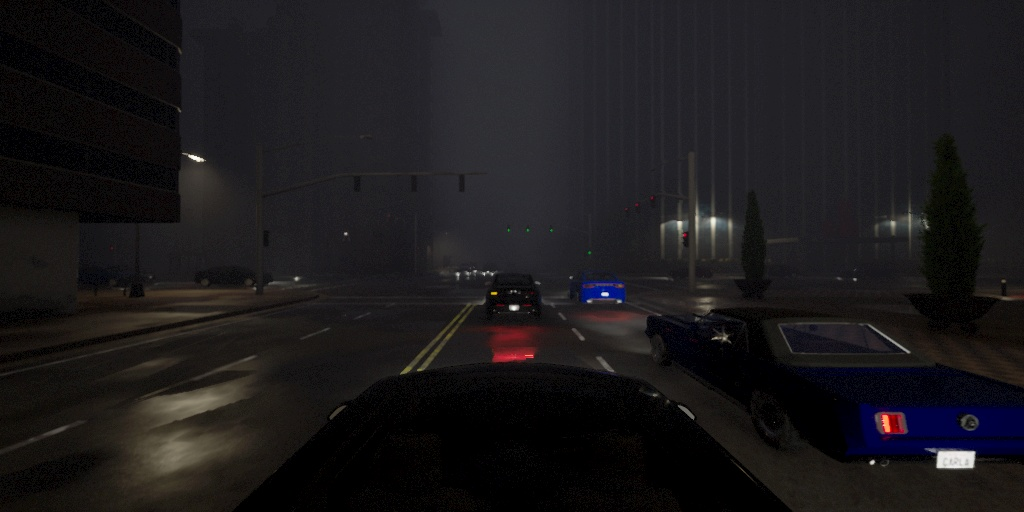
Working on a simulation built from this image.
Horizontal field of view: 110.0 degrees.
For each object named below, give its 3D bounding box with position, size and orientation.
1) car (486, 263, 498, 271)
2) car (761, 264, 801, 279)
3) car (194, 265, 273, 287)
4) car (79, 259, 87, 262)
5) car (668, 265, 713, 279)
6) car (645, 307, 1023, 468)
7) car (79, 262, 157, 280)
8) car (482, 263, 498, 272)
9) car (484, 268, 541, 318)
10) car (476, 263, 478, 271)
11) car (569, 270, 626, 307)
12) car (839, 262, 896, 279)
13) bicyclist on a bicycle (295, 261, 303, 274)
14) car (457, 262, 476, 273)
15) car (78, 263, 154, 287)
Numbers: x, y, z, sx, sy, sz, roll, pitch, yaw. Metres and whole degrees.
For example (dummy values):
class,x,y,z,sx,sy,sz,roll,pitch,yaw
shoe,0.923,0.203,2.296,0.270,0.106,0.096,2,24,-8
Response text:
class,x,y,z,sx,sy,sz,roll,pitch,yaw
car,-3.545,1.911,64.545,1.994,1.385,4.181,0,-1,0
car,27.563,1.597,37.718,4.892,1.490,1.837,0,-1,-1
car,-20.496,1.464,26.546,5.008,1.535,1.882,0,-1,-2
car,-47.082,1.310,37.204,5.566,2.045,2.150,0,-1,4
car,18.711,1.655,37.629,4.181,1.385,1.994,0,-1,-1
car,3.600,1.383,5.129,1.895,1.301,4.718,0,-1,0
car,-32.637,1.510,29.932,4.902,1.511,2.128,0,-1,0
car,-3.582,1.832,56.189,1.994,1.385,4.181,0,-1,0
car,0.035,1.366,13.468,1.837,1.490,4.892,0,-1,-1
car,-7.052,1.843,63.576,1.837,1.490,4.892,0,-1,0
car,3.757,1.368,16.482,1.882,1.535,5.008,0,0,3
car,37.397,1.445,37.806,4.553,1.767,2.097,0,-1,0
bicyclist on a bicycle,-26.413,1.457,44.467,0.582,1.620,1.656,0,0,-1
car,-7.083,1.775,54.320,1.812,1.442,4.674,0,-1,0
car,-30.063,1.463,26.463,5.008,1.535,1.882,0,-1,0
